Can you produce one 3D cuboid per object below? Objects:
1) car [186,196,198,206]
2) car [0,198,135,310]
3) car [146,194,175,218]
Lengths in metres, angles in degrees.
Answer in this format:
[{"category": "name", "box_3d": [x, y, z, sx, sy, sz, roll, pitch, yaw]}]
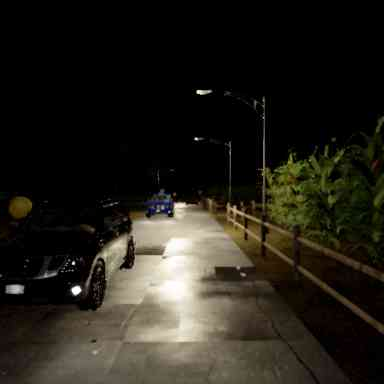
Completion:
[{"category": "car", "box_3d": [0.007, 1.470, 58.056, 2.097, 1.767, 4.553, 0, 0, 0]}, {"category": "car", "box_3d": [-2.832, 1.202, 8.111, 2.150, 2.045, 5.566, 0, 0, 0]}, {"category": "car", "box_3d": [-2.757, 1.216, 29.913, 2.150, 2.045, 5.566, 0, -1, 0]}]
